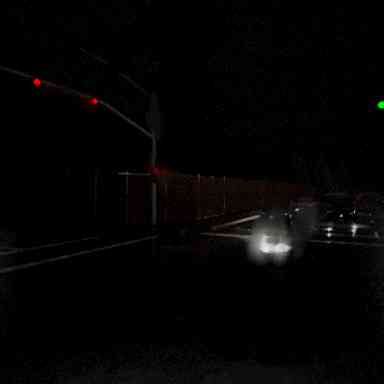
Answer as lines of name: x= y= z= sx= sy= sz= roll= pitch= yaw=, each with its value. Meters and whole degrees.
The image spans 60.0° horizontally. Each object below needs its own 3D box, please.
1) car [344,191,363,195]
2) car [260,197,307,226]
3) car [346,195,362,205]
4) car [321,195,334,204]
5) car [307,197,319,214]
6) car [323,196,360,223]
car: x=24.034 y=0.801 z=49.536 sx=2.150 sy=2.045 sz=5.566 roll=0 pitch=0 yaw=28
car: x=5.892 y=1.291 z=21.894 sx=2.128 sy=1.511 sz=4.902 roll=0 pitch=0 yaw=27
car: x=15.314 y=1.274 z=32.623 sx=1.994 sy=1.385 sz=4.181 roll=0 pitch=1 yaw=27
car: x=21.470 y=1.107 z=52.189 sx=2.033 sy=1.411 sz=5.357 roll=0 pitch=0 yaw=27
car: x=10.728 y=1.250 z=31.326 sx=1.812 sy=1.442 sz=4.674 roll=0 pitch=0 yaw=27
car: x=10.825 y=1.285 z=23.844 sx=1.837 sy=1.490 sz=4.892 roll=0 pitch=0 yaw=27
